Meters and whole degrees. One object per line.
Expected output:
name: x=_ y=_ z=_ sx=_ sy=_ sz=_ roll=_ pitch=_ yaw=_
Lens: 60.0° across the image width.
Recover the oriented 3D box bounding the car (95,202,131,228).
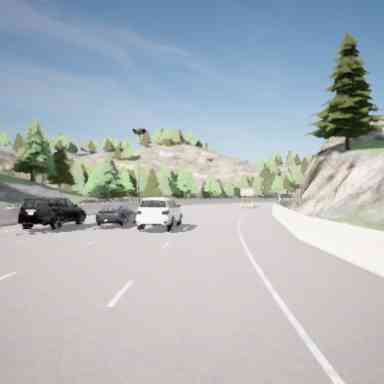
car: x=-5.322 y=1.672 z=24.120 sx=2.128 sy=1.511 sz=4.902 roll=0 pitch=0 yaw=7

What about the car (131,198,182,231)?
car: x=-2.064 y=1.407 z=22.214 sx=2.150 sy=2.045 sz=5.566 roll=0 pitch=0 yaw=7

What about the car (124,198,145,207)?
car: x=-10.862 y=1.968 z=63.364 sx=1.882 sy=1.535 sz=5.008 roll=0 pitch=0 yaw=18

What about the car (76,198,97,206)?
car: x=-20.965 y=2.004 z=66.281 sx=1.994 sy=1.385 sz=4.181 roll=0 pitch=-1 yaw=18

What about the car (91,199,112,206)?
car: x=-17.642 y=2.018 z=65.180 sx=1.994 sy=1.385 sz=4.181 roll=0 pitch=0 yaw=18

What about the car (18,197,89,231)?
car: x=-9.118 y=1.361 z=22.103 sx=2.150 sy=2.045 sz=5.566 roll=0 pitch=0 yaw=7

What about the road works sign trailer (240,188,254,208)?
road works sign trailer: x=9.965 y=1.054 z=59.653 sx=2.380 sy=3.560 sz=2.880 roll=0 pitch=-1 yaw=21
